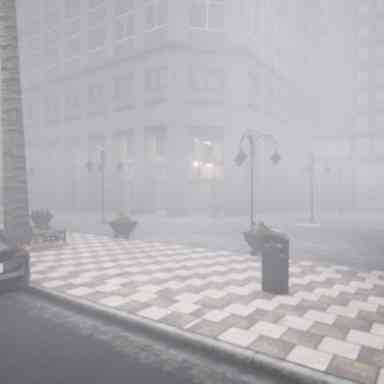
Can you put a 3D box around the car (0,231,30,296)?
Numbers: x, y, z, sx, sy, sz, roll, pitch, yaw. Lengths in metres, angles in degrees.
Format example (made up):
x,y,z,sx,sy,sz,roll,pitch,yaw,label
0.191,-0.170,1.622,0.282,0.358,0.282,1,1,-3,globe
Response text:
x,y,z,sx,sy,sz,roll,pitch,yaw,label
-5.559,1.455,7.429,4.786,1.482,2.161,0,0,35,car
